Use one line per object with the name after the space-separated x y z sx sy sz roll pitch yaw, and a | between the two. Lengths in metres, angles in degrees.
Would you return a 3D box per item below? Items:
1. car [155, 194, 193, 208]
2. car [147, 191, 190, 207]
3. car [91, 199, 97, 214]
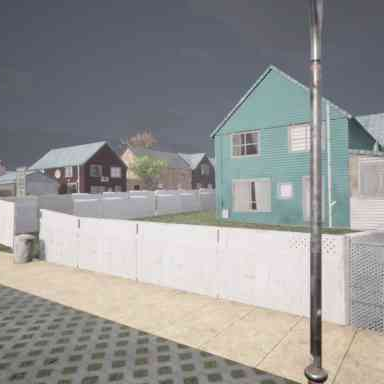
-1.582 0.738 31.978 2.128 1.511 4.902 -1 1 35 | car
-2.461 0.714 35.851 1.882 1.535 5.008 -1 0 35 | car
-9.514 1.044 25.816 1.882 1.535 5.008 -1 1 35 | car
